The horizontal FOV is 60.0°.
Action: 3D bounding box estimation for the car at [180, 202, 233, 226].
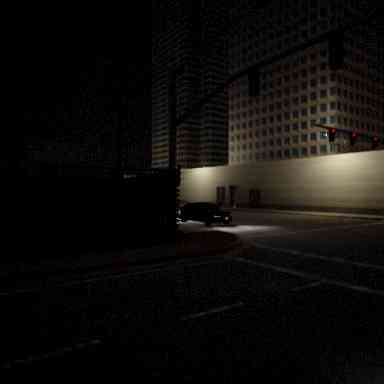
[{"bbox_3d":[0.888,1.484,23.544,1.837,1.490,4.892,0,0,-34],"label":"car"}]
